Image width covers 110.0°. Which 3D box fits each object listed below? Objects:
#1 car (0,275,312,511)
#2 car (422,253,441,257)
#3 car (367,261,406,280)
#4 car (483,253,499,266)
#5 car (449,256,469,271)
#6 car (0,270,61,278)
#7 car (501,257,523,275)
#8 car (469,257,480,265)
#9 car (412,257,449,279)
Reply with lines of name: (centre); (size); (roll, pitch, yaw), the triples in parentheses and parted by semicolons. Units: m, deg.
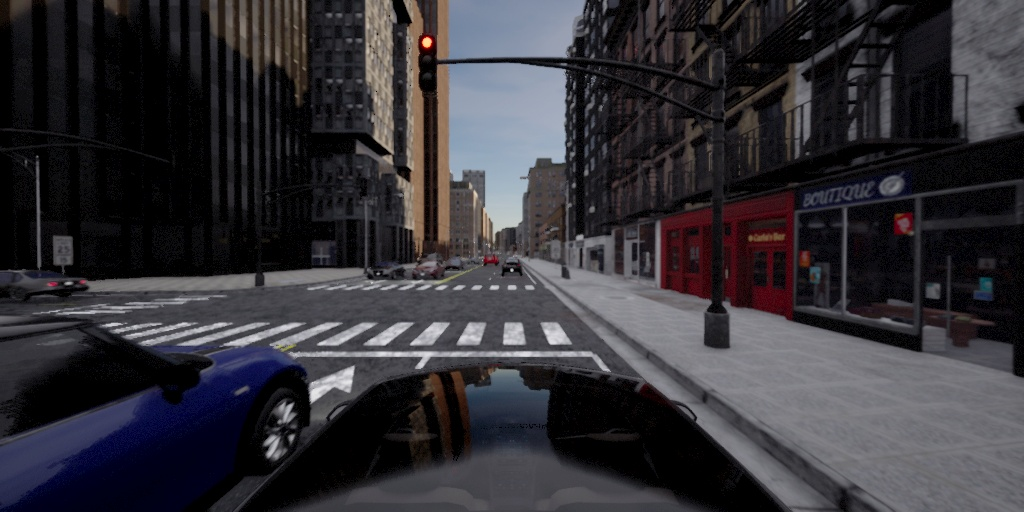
car: (-3.146, 1.101, 1.911); (2.097, 1.767, 4.553); (0, 0, 0)
car: (-9.973, 0.653, 44.067); (2.150, 2.045, 5.566); (0, 0, 0)
car: (-9.921, 1.109, 28.647); (1.994, 1.385, 4.181); (0, 1, 1)
car: (-3.437, 0.545, 58.368); (2.150, 2.045, 5.566); (0, 0, 0)
car: (-6.721, 0.992, 42.250); (2.033, 1.411, 5.357); (0, 0, 0)
car: (-23.312, 1.361, 16.765); (5.357, 1.411, 2.033); (-1, 1, -2)
car: (-0.006, 1.004, 34.593); (1.837, 1.490, 4.892); (0, 0, 0)
car: (-6.706, 0.856, 63.121); (1.994, 1.385, 4.181); (0, 0, 0)
car: (-6.682, 1.069, 29.057); (1.812, 1.442, 4.674); (0, 1, 0)
